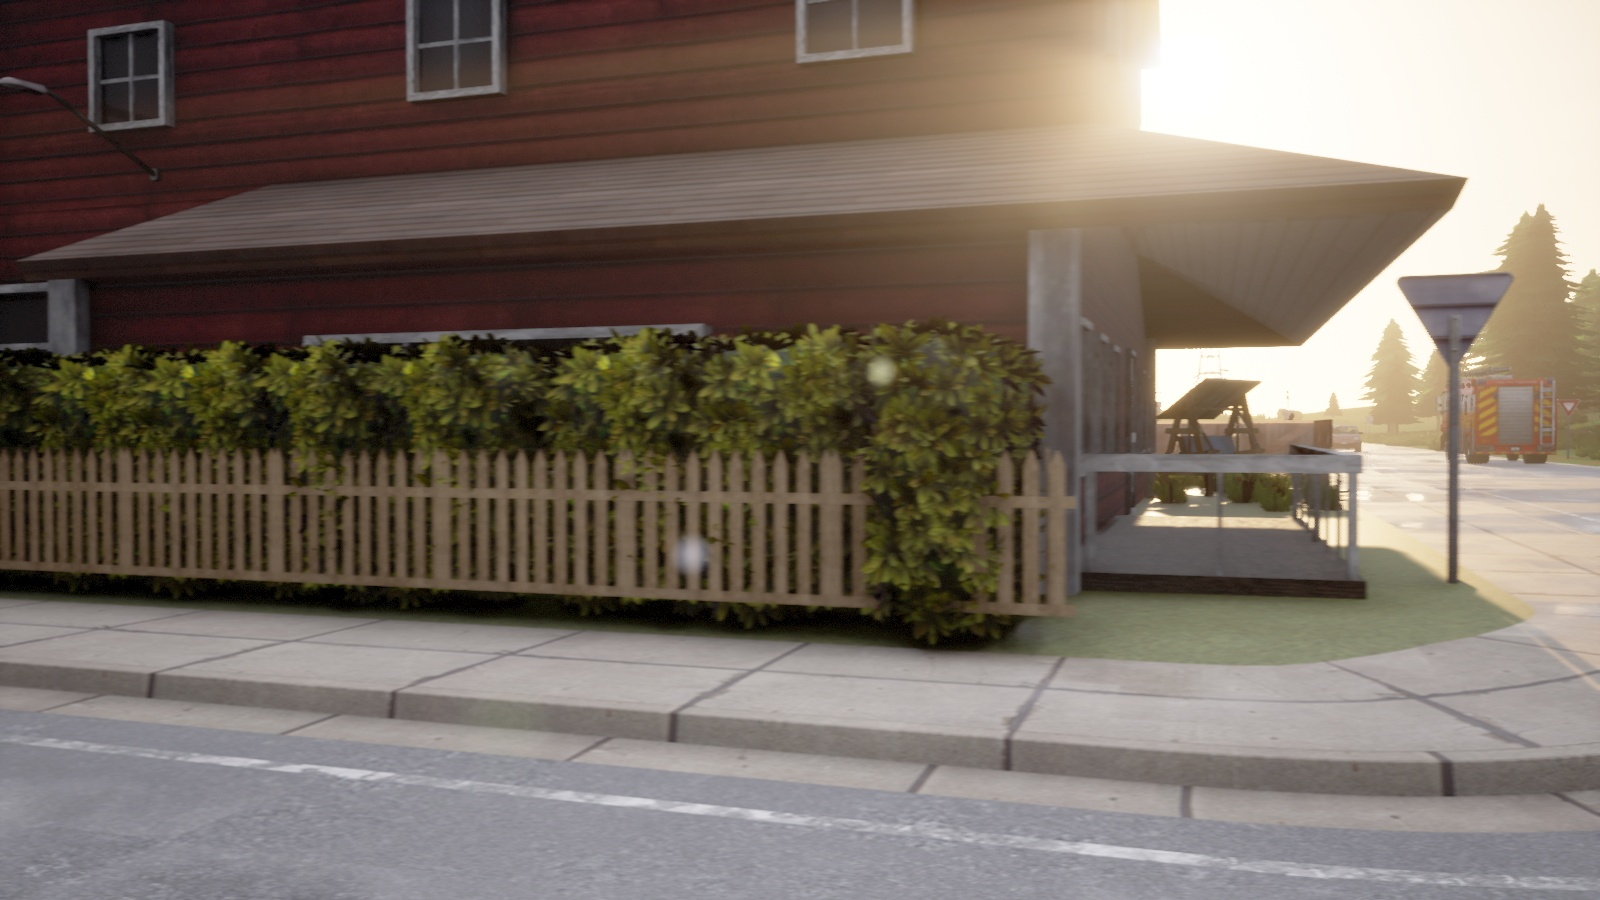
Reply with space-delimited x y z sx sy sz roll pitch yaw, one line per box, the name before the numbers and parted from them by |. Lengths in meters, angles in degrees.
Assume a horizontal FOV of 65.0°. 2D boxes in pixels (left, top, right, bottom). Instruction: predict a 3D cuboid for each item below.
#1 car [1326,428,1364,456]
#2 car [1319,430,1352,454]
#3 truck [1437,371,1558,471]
car | 32.449 -0.479 74.709 1.851 1.617 3.988 1 1 26
car | 36.537 -0.557 85.773 1.789 1.549 3.705 1 1 19
truck | 29.060 -1.196 52.701 2.891 3.827 8.468 1 1 19
